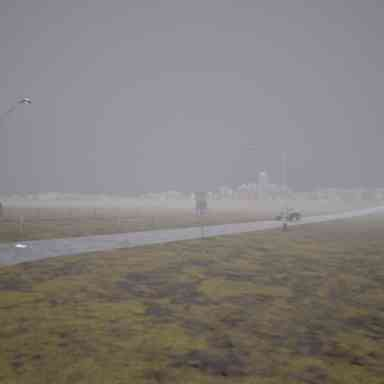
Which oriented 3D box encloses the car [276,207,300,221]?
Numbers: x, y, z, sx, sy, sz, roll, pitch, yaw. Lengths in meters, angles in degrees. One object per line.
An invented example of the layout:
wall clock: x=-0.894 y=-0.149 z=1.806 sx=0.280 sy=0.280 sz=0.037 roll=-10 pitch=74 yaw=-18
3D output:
car: x=14.416 y=3.225 z=49.639 sx=2.150 sy=2.045 sz=5.566 roll=-1 pitch=-3 yaw=35
